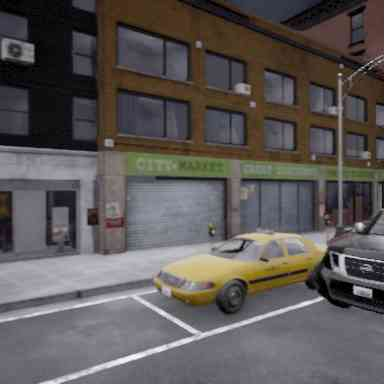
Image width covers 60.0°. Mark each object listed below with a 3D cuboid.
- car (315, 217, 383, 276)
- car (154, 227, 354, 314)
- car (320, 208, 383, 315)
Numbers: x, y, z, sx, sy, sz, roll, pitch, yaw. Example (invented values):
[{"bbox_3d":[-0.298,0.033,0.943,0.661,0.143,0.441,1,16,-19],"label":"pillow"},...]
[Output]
[{"bbox_3d":[6.102,1.612,10.889,4.206,1.307,1.802,0,-1,-35],"label":"car"},{"bbox_3d":[1.487,1.539,7.600,4.829,1.417,1.752,0,-1,-35],"label":"car"},{"bbox_3d":[4.963,1.244,6.848,5.566,2.045,2.150,0,0,-35],"label":"car"}]
